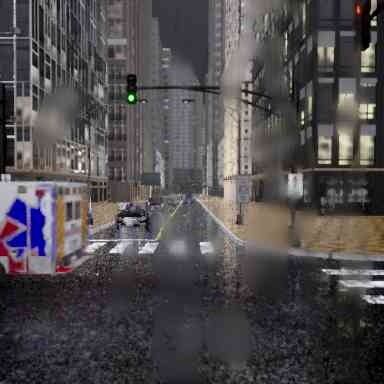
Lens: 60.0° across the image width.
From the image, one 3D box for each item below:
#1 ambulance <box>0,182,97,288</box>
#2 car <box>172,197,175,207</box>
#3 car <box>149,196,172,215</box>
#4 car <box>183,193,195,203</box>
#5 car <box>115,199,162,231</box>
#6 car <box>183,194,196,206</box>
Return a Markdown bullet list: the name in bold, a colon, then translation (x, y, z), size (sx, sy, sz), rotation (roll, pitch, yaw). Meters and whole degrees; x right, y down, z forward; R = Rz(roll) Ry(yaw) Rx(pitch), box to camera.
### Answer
- **ambulance**: translation (-5.847, 0.973, 8.352), size (6.366, 2.431, 2.351), rotation (0, 1, 0)
- **car**: translation (-3.488, 1.358, 48.611), size (2.033, 1.411, 5.357), rotation (0, 0, 0)
- **car**: translation (-3.371, 1.218, 31.695), size (2.097, 1.767, 4.553), rotation (0, 0, 0)
- **car**: translation (-0.538, 1.133, 61.021), size (2.097, 1.767, 4.553), rotation (0, 0, -1)
- **car**: translation (-3.293, 1.398, 20.109), size (2.128, 1.511, 4.902), rotation (0, 0, 0)
- **car**: translation (-0.450, 1.335, 51.035), size (1.812, 1.442, 4.674), rotation (0, 0, -1)
